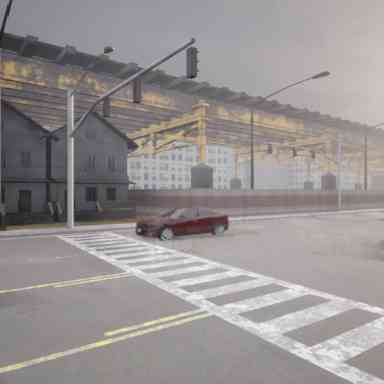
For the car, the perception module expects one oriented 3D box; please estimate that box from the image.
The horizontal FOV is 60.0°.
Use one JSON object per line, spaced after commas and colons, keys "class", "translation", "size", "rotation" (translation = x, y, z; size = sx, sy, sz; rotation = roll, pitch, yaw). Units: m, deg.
{"class": "car", "translation": [-0.369, 1.477, 16.616], "size": [5.008, 1.535, 1.882], "rotation": [0, 0, -35]}
